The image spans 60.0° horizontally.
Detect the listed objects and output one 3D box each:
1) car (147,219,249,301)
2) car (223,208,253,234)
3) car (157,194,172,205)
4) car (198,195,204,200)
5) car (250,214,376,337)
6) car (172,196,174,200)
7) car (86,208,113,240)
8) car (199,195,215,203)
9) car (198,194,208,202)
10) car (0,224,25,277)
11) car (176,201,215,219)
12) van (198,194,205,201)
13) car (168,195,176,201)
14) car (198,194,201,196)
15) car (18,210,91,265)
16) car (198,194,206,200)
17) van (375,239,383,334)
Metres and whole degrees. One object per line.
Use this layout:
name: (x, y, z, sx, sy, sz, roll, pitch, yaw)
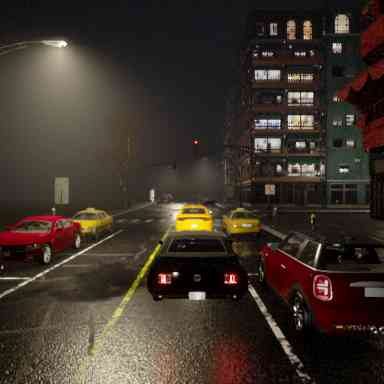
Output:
car: (0.100, 1.603, 8.280, 1.895, 1.301, 4.718, 0, 0, 0)
car: (2.573, 1.530, 17.897, 1.752, 1.417, 4.829, 1, 0, 0)
car: (-5.310, 1.457, 61.086, 1.967, 1.590, 4.097, 1, 0, 0)
car: (2.566, 1.555, 95.700, 1.752, 1.417, 4.829, 1, 0, 0)
car: (2.575, 1.442, 6.638, 1.967, 1.590, 4.097, 1, 0, 0)
car: (-5.309, 1.334, 66.741, 2.192, 1.841, 5.009, 1, 0, 0)
car: (-5.308, 1.529, 17.130, 1.752, 1.417, 4.829, 1, 0, 0)
car: (2.570, 1.565, 50.242, 2.008, 1.369, 4.403, 1, 0, 0)
car: (2.570, 1.338, 78.547, 2.192, 1.841, 5.009, 1, 0, 0)
car: (-5.307, 1.552, 6.227, 2.008, 1.369, 4.403, 1, 0, 0)
car: (0.101, 1.482, 18.397, 1.882, 1.535, 5.008, 0, 0, 0)
van: (2.569, 1.368, 89.869, 1.690, 1.788, 3.998, 1, 0, 0)
car: (-5.314, 1.609, 89.357, 1.802, 1.307, 4.206, 1, 0, 0)
car: (2.568, 1.587, 72.886, 1.947, 1.339, 4.313, 1, 0, 0)
car: (-5.307, 1.547, 11.764, 1.887, 1.381, 4.507, 1, 0, 0)
car: (2.568, 1.599, 61.564, 1.802, 1.307, 4.206, 1, 0, 0)
van: (2.576, 1.341, 1.093, 1.690, 1.788, 3.998, 1, 0, 0)
